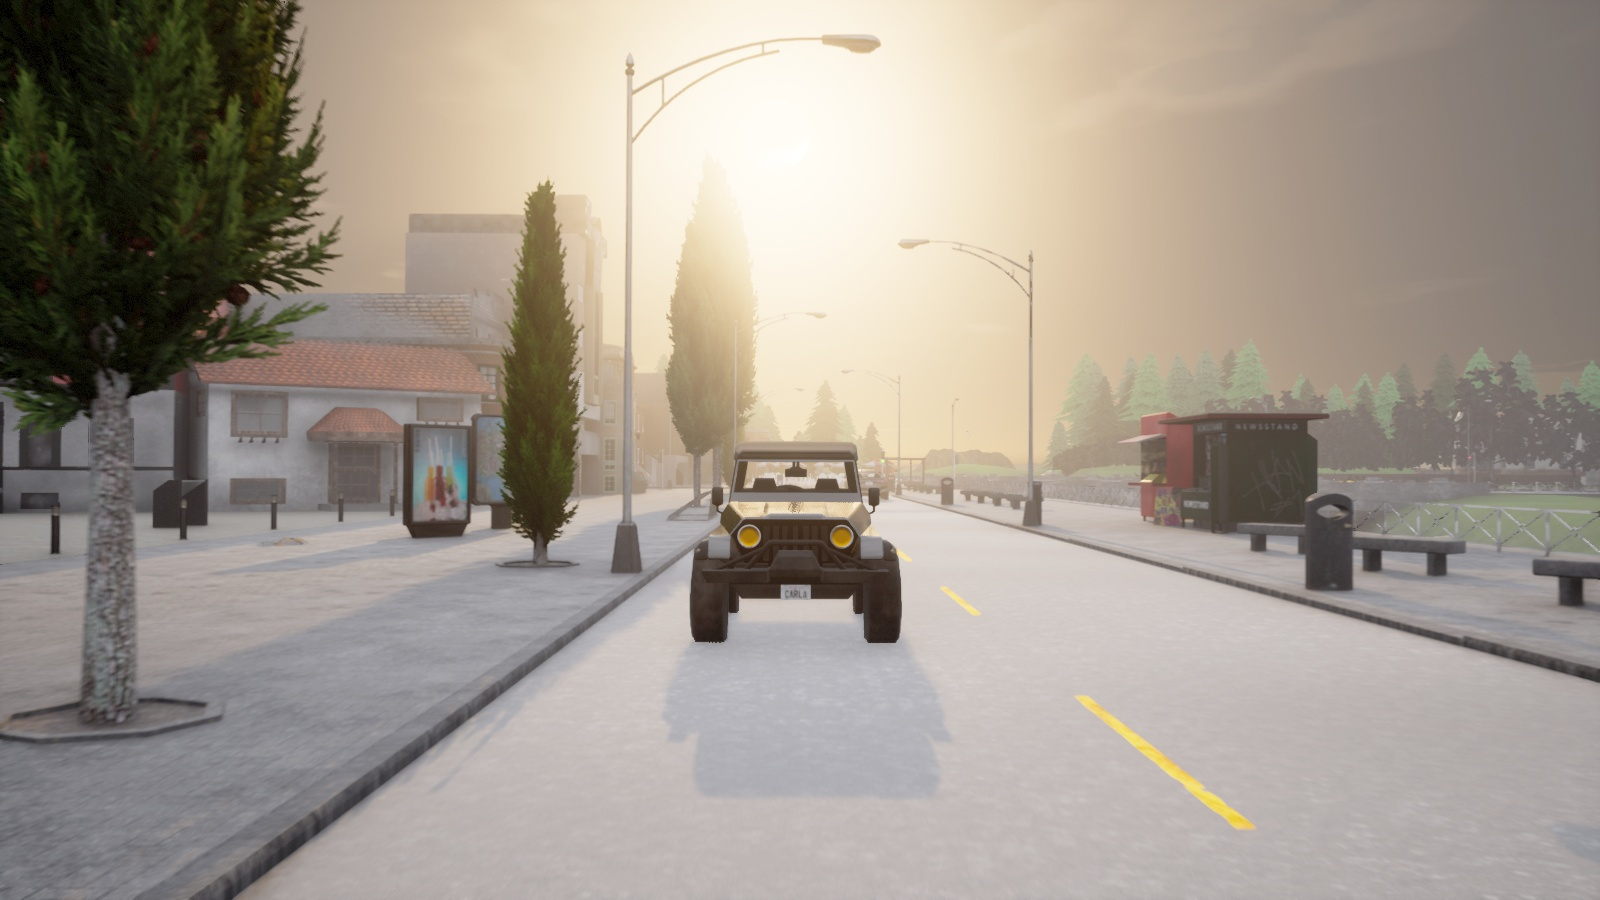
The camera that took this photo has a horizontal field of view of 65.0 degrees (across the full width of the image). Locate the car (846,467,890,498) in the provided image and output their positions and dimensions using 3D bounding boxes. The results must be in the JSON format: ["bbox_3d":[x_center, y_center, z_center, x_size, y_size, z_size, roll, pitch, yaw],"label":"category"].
[{"bbox_3d":[3.815,1.835,71.169,2.242,1.667,4.611,0,-1,0],"label":"car"}]

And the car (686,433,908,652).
[{"bbox_3d":[-0.034,0.824,12.748,1.905,1.878,3.866,0,-1,0],"label":"car"}]
